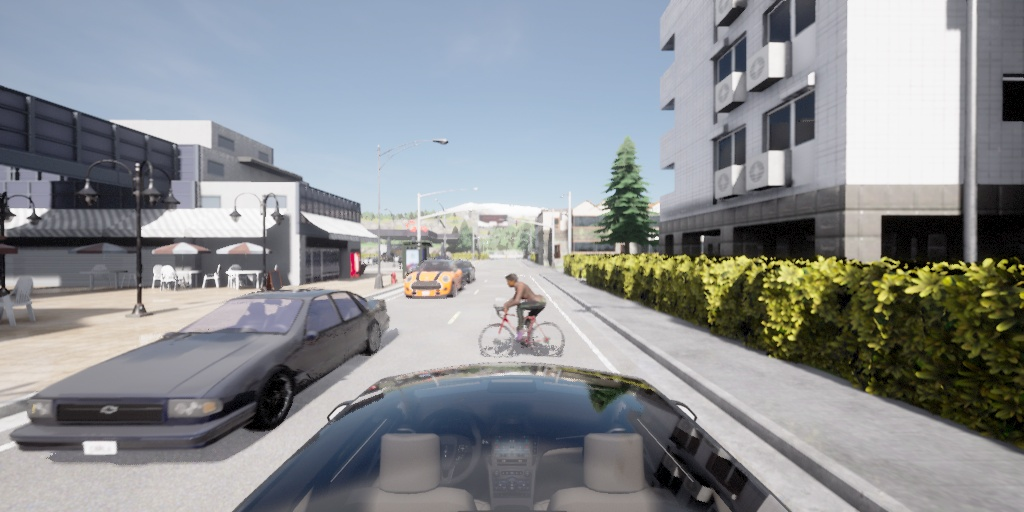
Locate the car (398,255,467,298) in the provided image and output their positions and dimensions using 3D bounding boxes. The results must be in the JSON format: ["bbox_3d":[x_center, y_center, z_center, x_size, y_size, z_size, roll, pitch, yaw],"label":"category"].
[{"bbox_3d":[-3.666,0.976,17.451,2.097,1.767,4.553,0,1,0],"label":"car"}]

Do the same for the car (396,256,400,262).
[{"bbox_3d":[-10.989,1.088,43.607,4.902,1.511,2.128,0,0,5],"label":"car"}]

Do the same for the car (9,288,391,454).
[{"bbox_3d":[-3.613,1.267,5.790,2.033,1.411,5.357,0,0,0],"label":"car"}]

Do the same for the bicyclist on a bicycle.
[{"bbox_3d":[0.173,1.153,6.850,1.656,1.620,0.582,-1,0,0],"label":"bicyclist on a bicycle"}]

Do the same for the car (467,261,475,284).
[{"bbox_3d":[-3.623,1.072,24.828,1.837,1.490,4.892,0,0,0],"label":"car"}]
